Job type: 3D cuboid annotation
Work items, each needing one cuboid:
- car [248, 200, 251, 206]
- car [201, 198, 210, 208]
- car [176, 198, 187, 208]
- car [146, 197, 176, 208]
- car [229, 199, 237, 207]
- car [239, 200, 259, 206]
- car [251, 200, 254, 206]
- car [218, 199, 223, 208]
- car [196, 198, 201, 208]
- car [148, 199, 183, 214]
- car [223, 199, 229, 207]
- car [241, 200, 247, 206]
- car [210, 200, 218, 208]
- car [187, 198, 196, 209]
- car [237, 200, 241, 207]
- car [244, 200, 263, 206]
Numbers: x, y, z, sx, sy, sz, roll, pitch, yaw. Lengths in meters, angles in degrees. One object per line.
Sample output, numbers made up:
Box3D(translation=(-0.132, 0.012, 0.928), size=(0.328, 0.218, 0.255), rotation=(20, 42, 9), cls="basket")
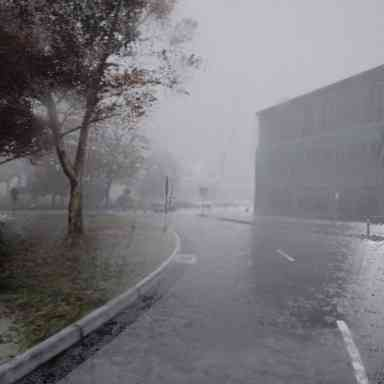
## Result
Box3D(translation=(12.126, 2.802, 85.999), size=(4.553, 1.767, 2.185), rotation=(1, 0, 15), cls="car")
Box3D(translation=(0.312, 2.544, 68.772), size=(5.366, 1.575, 1.946), rotation=(1, -1, 13), cls="car")
Box3D(translation=(-4.362, 2.008, 61.262), size=(5.566, 2.045, 2.435), rotation=(1, -1, 12), cls="car")
Box3D(translation=(-5.930, 2.162, 58.743), size=(4.892, 1.521, 2.231), rotation=(1, -1, 12), cls="car")
Box3D(translation=(7.072, 2.572, 78.643), size=(5.566, 2.045, 2.435), rotation=(1, 0, 14), cls="car")
Box3D(translation=(15.571, 2.982, 90.842), size=(5.008, 1.535, 2.097), rotation=(1, 0, 15), cls="car")
Box3D(translation=(13.674, 2.950, 88.467), size=(5.366, 1.575, 1.946), rotation=(1, 0, 15), cls="car")
Box3D(translation=(3.809, 2.582, 73.697), size=(4.553, 1.767, 2.185), rotation=(1, -1, 13), cls="car")
Box3D(translation=(-1.152, 2.332, 66.260), size=(4.553, 1.767, 2.185), rotation=(1, -2, 13), cls="car")
Box3D(translation=(-3.292, 2.006, 42.340), size=(2.128, 1.511, 4.902), rotation=(2, -1, 17), cls="car")
Box3D(translation=(5.401, 2.800, 76.176), size=(4.792, 1.488, 2.163), rotation=(1, 0, 14), cls="car")
Box3D(translation=(10.461, 2.900, 83.541), size=(5.008, 1.535, 2.097), rotation=(1, 0, 14), cls="car")
Box3D(translation=(2.166, 2.383, 71.227), size=(5.566, 2.045, 2.435), rotation=(1, -1, 13), cls="car")
Box3D(translation=(-2.700, 2.109, 63.760), size=(5.566, 2.045, 2.435), rotation=(1, -2, 13), cls="car")
Box3D(translation=(8.767, 2.868, 81.103), size=(4.892, 1.521, 2.231), rotation=(1, -1, 14), cls="car")
Box3D(translation=(17.284, 3.009, 93.278), size=(5.008, 1.535, 2.097), rotation=(1, 0, 15), cls="car")
